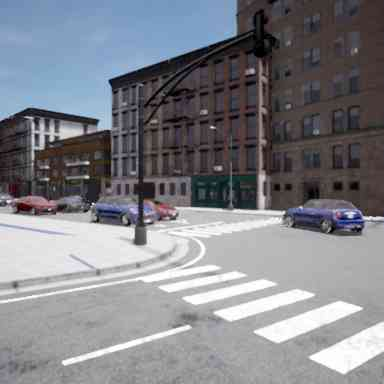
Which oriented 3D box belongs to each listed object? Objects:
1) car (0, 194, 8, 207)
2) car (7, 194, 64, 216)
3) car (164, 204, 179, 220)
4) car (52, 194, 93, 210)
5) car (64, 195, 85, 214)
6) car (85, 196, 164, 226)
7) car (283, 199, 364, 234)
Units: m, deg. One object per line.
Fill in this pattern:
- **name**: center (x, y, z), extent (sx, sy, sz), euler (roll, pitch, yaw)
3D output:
- **car**: center (-22.722, 0.976, 39.935), extent (4.902, 1.511, 2.128), euler (1, 0, 41)
- **car**: center (-13.165, 1.087, 27.825), extent (5.008, 1.535, 1.882), euler (1, 0, 39)
- **car**: center (-3.069, 1.248, 24.070), extent (4.674, 1.442, 1.812), euler (1, 0, 38)
- **car**: center (-13.094, 1.057, 36.377), extent (5.008, 1.535, 1.882), euler (1, 0, 39)
- **car**: center (-11.156, 1.183, 30.391), extent (4.181, 1.385, 1.994), euler (1, 0, 39)
- **car**: center (-4.277, 1.075, 20.821), extent (4.553, 1.767, 2.097), euler (1, 0, 39)
- **car**: center (7.124, 1.198, 18.534), extent (2.097, 1.767, 4.553), euler (0, 0, -21)
